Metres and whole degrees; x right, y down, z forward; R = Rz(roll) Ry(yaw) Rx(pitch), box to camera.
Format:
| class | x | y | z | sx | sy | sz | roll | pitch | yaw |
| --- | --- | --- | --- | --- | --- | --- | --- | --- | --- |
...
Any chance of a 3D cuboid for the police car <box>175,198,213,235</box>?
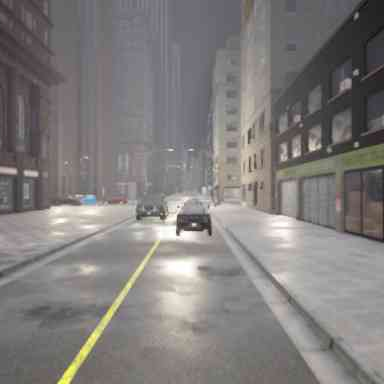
| class | x | y | z | sx | sy | sz | roll | pitch | yaw |
| --- | --- | --- | --- | --- | --- | --- | --- | --- | --- |
| police car | 0.097 | 1.370 | 18.641 | 1.930 | 1.638 | 5.238 | 0 | 0 | 0 |

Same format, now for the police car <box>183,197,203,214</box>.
| class | x | y | z | sx | sy | sz | roll | pitch | yaw |
| --- | --- | --- | --- | --- | --- | --- | --- | --- | --- |
| police car | 0.097 | 1.407 | 36.097 | 2.038 | 1.542 | 4.974 | 0 | 0 | 0 |

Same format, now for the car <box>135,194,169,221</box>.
| class | x | y | z | sx | sy | sz | roll | pitch | yaw |
| --- | --- | --- | --- | --- | --- | --- | --- | --- | --- |
| car | -3.072 | 1.148 | 26.571 | 2.150 | 2.045 | 5.566 | 0 | 0 | 0 |

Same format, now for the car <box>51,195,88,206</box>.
| class | x | y | z | sx | sy | sz | roll | pitch | yaw |
| --- | --- | --- | --- | --- | --- | --- | --- | --- | --- |
| car | -19.642 | 1.378 | 52.256 | 5.009 | 1.841 | 2.192 | -1 | 1 | 0 |

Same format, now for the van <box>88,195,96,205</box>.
| class | x | y | z | sx | sy | sz | roll | pitch | yaw |
| --- | --- | --- | --- | --- | --- | --- | --- | --- | --- |
| van | -19.623 | 1.422 | 60.782 | 3.998 | 1.788 | 1.690 | -1 | 1 | 0 |

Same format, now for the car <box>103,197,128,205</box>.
| class | x | y | z | sx | sy | sz | roll | pitch | yaw |
| --- | --- | --- | --- | --- | --- | --- | --- | --- | --- |
| car | -13.996 | 1.558 | 60.765 | 4.507 | 1.381 | 1.887 | -1 | 1 | 0 |

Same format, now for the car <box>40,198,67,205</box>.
| class | x | y | z | sx | sy | sz | roll | pitch | yaw |
| --- | --- | --- | --- | --- | --- | --- | --- | --- | --- |
| car | -25.244 | 1.731 | 60.803 | 4.206 | 1.307 | 1.802 | -1 | 1 | 0 |
